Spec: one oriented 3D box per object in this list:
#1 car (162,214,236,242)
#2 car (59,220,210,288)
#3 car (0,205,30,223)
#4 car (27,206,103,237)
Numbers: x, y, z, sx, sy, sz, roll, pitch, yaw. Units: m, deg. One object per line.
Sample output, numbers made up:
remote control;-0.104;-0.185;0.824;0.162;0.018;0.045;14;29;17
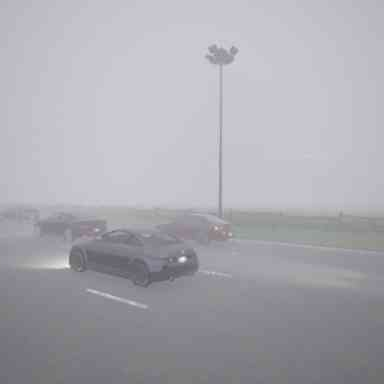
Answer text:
car;0.036;1.852;17.344;4.674;1.442;1.812;0;-1;38
car;-1.828;1.737;9.907;4.181;1.385;1.994;0;-1;38
car;-15.344;1.909;29.429;4.902;1.511;2.128;0;-1;38
car;-6.704;1.762;18.192;5.008;1.535;1.882;0;-1;38
